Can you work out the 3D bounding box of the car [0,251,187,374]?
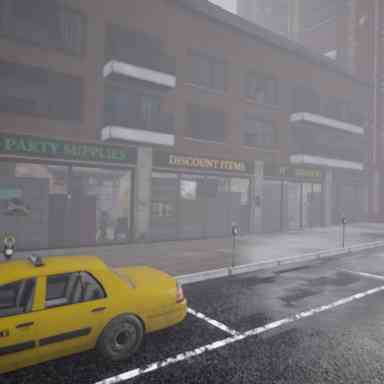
[{"bbox_3d":[-2.356,1.526,4.394,4.829,1.417,1.752,0,2,-35],"label":"car"}]
